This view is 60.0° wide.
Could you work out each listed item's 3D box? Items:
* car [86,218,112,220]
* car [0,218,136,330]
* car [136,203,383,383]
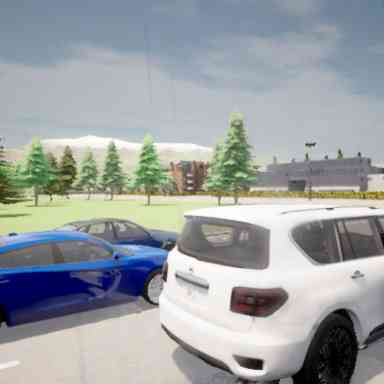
[{"bbox_3d":[-2.603,1.532,10.485,5.357,1.411,2.033,0,0,-35],"label":"car"},{"bbox_3d":[-2.449,1.472,6.298,5.008,1.535,1.882,0,0,-35],"label":"car"},{"bbox_3d":[2.166,1.201,5.288,5.566,2.045,2.150,0,0,-35],"label":"car"}]
